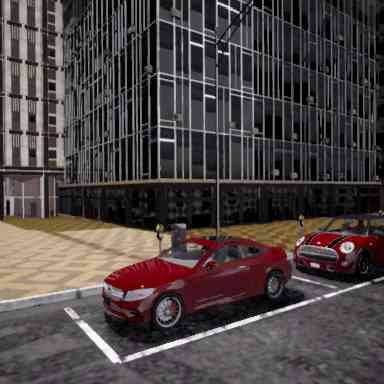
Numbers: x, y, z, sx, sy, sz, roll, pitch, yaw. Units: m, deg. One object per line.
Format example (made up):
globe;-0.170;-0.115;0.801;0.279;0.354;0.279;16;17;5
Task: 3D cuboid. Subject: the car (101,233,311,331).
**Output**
car;0.294;1.580;6.778;4.206;1.307;1.802;0;-1;-35

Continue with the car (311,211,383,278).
car;4.921;1.437;10.080;4.097;1.590;1.967;0;-1;-35
